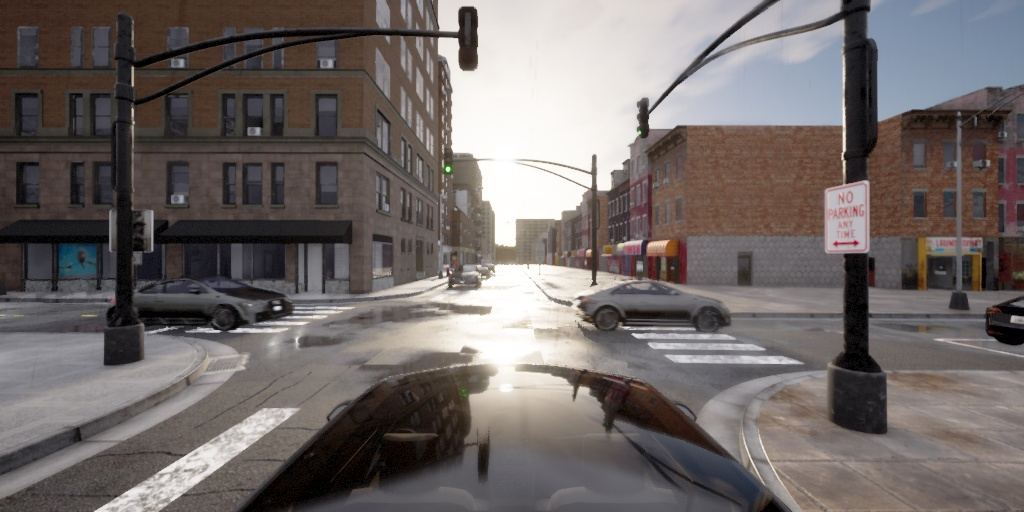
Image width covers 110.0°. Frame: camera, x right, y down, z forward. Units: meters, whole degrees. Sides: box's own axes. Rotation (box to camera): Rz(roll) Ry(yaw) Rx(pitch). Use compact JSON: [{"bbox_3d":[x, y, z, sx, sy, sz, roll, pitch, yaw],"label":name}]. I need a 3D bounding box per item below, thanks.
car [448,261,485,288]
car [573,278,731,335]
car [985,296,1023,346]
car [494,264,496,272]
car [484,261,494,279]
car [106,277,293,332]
[{"bbox_3d":[-3.026,1.296,23.849,1.812,1.442,4.674,0,0,0],"label":"car"},{"bbox_3d":[3.893,1.354,10.352,4.181,1.385,1.994,1,0,-1],"label":"car"},{"bbox_3d":[13.129,1.447,7.790,4.313,1.339,1.948,0,0,0],"label":"car"},{"bbox_3d":[-3.146,1.403,47.194,2.128,1.511,4.902,0,-1,0],"label":"car"},{"bbox_3d":[-3.071,1.380,33.820,1.994,1.385,4.181,0,0,0],"label":"car"},{"bbox_3d":[-8.694,1.293,10.231,4.181,1.385,1.994,0,0,0],"label":"car"}]
